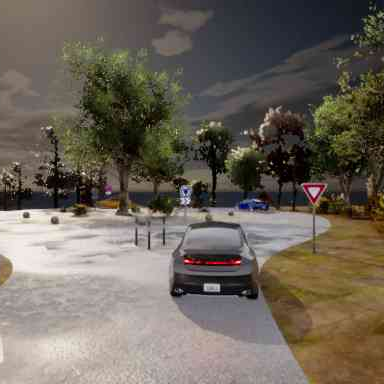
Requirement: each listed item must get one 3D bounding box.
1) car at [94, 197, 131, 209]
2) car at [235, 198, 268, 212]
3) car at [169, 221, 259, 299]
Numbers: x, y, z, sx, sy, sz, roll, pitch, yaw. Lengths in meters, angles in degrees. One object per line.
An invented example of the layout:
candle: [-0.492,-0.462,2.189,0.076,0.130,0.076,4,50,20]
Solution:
car: [-10.739,1.477,45.319,5.008,1.535,1.882,0,-1,-18]
car: [6.824,1.477,38.530,1.882,1.535,5.008,1,0,-23]
car: [0.601,1.505,8.501,1.837,1.490,4.892,0,0,6]
